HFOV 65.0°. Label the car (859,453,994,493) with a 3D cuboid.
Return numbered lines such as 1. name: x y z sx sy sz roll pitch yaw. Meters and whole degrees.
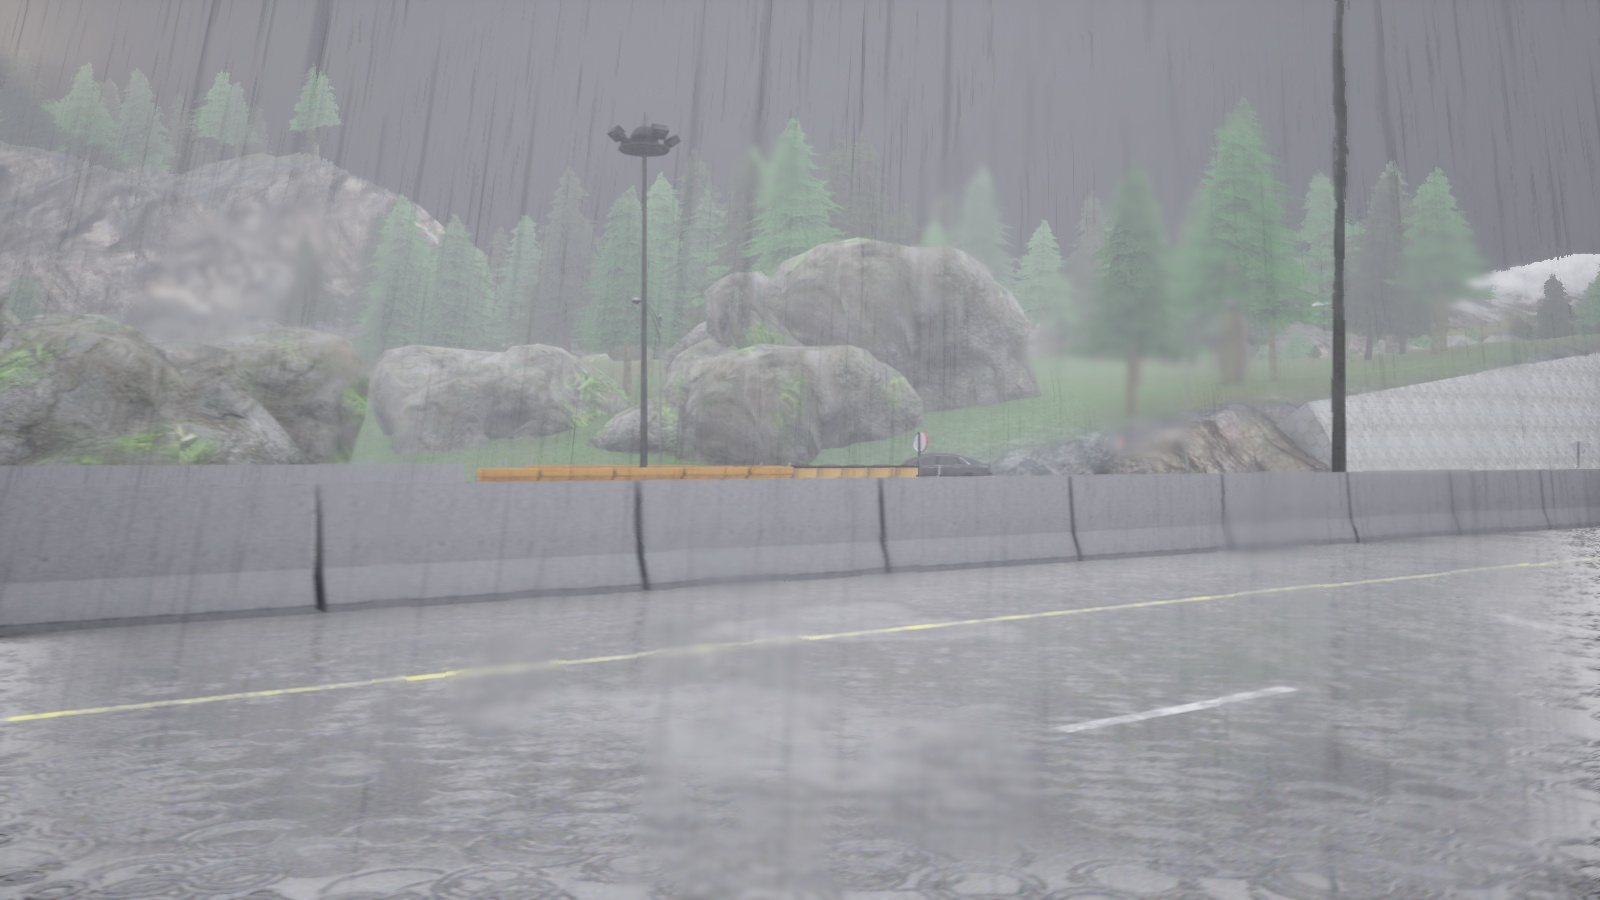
1. car: 4.763 0.857 47.782 4.892 1.490 1.837 0 0 -2
